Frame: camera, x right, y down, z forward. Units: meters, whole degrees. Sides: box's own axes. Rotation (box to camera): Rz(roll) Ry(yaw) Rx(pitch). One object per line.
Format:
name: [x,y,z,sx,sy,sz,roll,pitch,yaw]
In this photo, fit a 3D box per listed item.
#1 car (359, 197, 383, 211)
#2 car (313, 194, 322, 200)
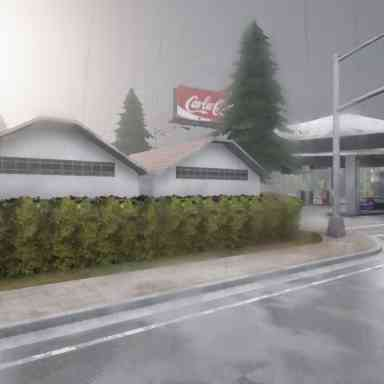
car: [21.919,1.480,40.042,4.611,1.667,2.242,0,0,-36]
car: [33.040,1.330,89.523,2.152,1.636,5.027,0,0,-36]
